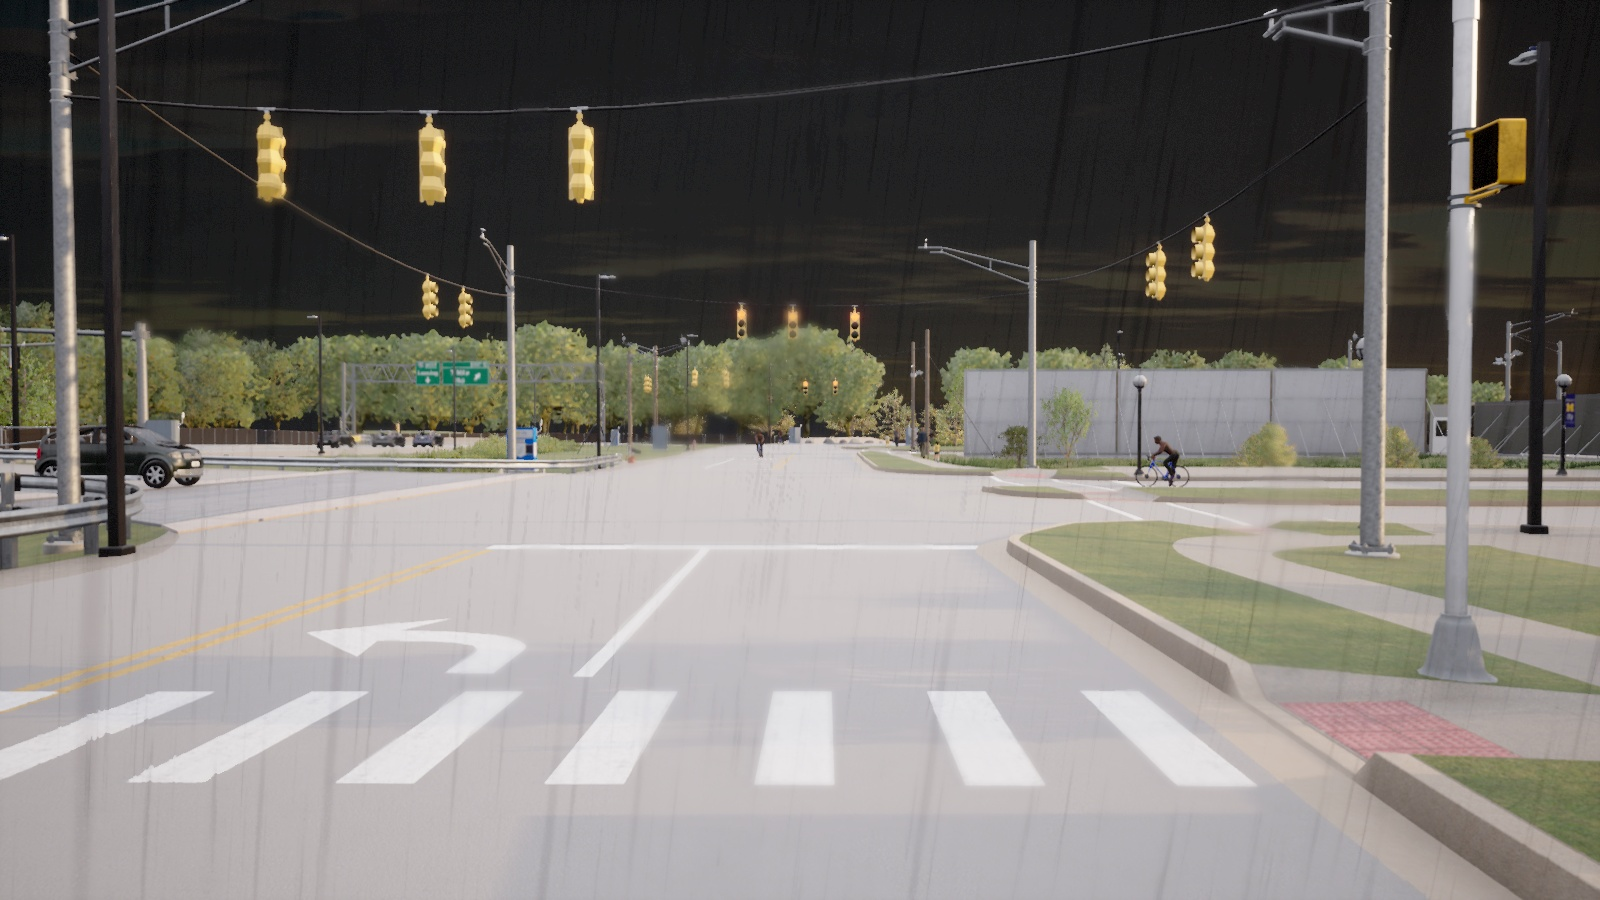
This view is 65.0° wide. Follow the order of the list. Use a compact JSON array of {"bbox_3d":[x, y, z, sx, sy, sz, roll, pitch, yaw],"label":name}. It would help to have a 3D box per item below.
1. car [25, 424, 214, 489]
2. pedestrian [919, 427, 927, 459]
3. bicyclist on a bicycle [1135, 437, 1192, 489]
[{"bbox_3d":[-16.830,0.141,31.171,3.705,1.549,1.789,0,1,1],"label":"car"},{"bbox_3d":[7.073,-0.407,72.284,0.402,1.842,0.726,0,2,0],"label":"pedestrian"},{"bbox_3d":[11.430,0.407,39.558,1.656,1.620,0.582,1,1,11],"label":"bicyclist on a bicycle"}]
